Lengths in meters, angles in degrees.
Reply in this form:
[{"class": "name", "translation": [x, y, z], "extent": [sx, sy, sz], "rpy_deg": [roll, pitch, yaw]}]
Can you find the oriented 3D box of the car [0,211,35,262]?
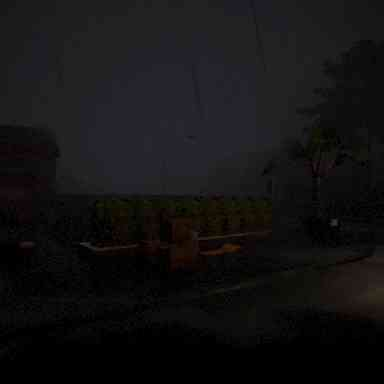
[{"class": "car", "translation": [-6.443, 1.356, 10.801], "extent": [2.033, 1.415, 5.357], "rpy_deg": [0, 0, -33]}]
